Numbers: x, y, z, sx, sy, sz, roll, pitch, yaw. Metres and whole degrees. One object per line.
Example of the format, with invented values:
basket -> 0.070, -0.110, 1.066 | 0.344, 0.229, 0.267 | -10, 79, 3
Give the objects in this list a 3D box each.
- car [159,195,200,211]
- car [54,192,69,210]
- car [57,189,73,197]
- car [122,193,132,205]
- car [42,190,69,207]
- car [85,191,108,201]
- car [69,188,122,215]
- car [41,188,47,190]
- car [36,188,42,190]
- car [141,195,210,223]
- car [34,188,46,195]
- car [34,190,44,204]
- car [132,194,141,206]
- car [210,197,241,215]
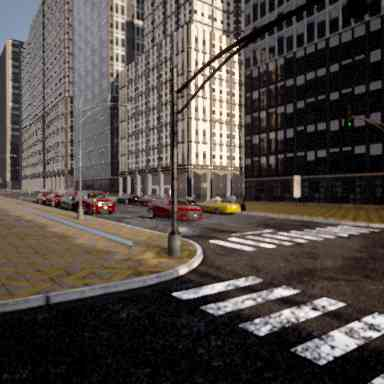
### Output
car -> -1.304, 1.041, 32.359 | 1.947, 1.339, 4.313 | 1, 1, -36
car -> -11.381, 0.974, 31.961 | 1.947, 1.339, 4.313 | 1, 0, -36
car -> -24.562, 0.265, 64.294 | 1.752, 1.417, 4.829 | 1, 1, -36
car -> -7.922, 0.831, 41.443 | 1.947, 1.339, 4.313 | 1, 1, -36
car -> -14.689, 0.848, 36.502 | 1.887, 1.381, 4.507 | 1, 0, -36
car -> -14.538, 0.621, 50.529 | 1.947, 1.339, 4.313 | 1, 1, -36
car -> -8.068, 0.828, 27.417 | 2.192, 1.841, 5.009 | 1, 0, -36
car -> -31.080, 0.080, 73.242 | 1.887, 1.381, 4.507 | 1, 1, -36
car -> -34.386, -0.129, 77.784 | 1.967, 1.590, 4.097 | 1, 1, -36
car -> -1.253, 1.129, 22.430 | 1.882, 1.535, 5.008 | 0, 1, -36
car -> -37.694, -0.232, 82.326 | 1.967, 1.590, 4.097 | 1, 1, -36
car -> -17.998, 0.781, 41.045 | 1.802, 1.307, 4.206 | 1, 0, -36
car -> -4.613, 0.952, 36.901 | 1.802, 1.307, 4.206 | 1, 1, -36
car -> 1.974, 1.101, 28.008 | 1.752, 1.417, 4.829 | 1, 1, -36
